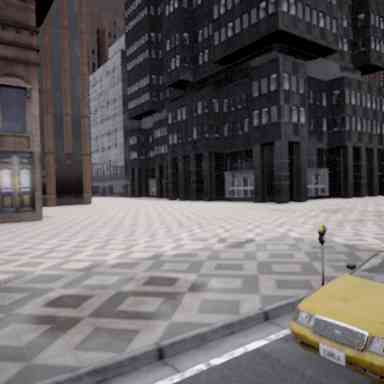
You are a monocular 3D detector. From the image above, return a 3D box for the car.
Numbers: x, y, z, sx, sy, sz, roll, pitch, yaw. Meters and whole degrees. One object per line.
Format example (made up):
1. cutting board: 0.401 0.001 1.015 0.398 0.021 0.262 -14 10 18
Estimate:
1. car: 3.467 1.349 4.959 4.829 1.417 1.752 -2 1 -35
